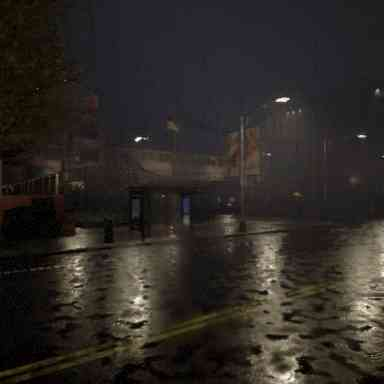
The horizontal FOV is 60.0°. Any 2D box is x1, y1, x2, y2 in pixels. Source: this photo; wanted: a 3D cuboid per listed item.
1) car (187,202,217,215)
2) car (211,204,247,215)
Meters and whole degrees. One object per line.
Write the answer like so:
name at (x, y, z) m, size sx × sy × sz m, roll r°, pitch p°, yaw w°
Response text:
car at (1.495, 2.447, 50.845) m, size 2.185 × 1.767 × 4.553 m, roll 0°, pitch -2°, yaw -36°
car at (5.391, 2.433, 45.733) m, size 2.097 × 1.535 × 5.008 m, roll 0°, pitch -2°, yaw -36°
